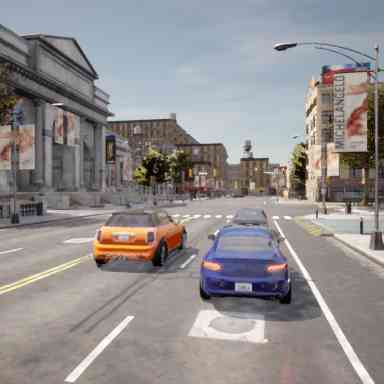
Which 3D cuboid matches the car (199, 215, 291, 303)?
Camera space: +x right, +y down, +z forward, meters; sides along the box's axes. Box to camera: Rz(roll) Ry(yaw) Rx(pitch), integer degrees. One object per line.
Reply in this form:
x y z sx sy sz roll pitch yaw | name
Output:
1.314 1.526 8.176 1.812 1.442 4.674 0 0 10 | car

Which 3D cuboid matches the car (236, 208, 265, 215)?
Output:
3.091 1.547 17.537 2.033 1.411 5.357 0 0 11 | car

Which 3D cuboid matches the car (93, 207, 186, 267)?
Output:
-1.583 1.351 11.674 2.097 1.767 4.553 0 0 10 | car
